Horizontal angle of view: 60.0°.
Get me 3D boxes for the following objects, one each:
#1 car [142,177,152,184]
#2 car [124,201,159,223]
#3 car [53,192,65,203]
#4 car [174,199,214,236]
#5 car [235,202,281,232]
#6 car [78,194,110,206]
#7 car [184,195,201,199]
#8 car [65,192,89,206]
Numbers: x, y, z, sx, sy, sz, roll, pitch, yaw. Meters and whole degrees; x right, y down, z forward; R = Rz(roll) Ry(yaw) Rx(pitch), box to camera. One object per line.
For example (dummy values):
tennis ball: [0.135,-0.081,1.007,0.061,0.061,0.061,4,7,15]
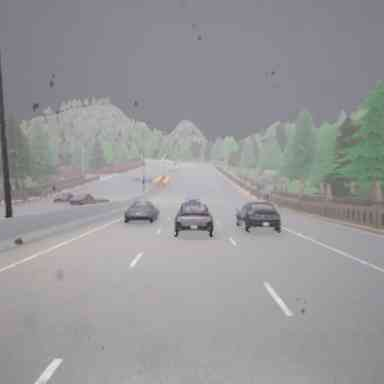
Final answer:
car: [-10.478,-2.725,78.191,1.994,1.385,4.181,0,7,0]
car: [-3.414,1.330,23.201,1.994,1.385,4.181,0,0,0]
car: [-17.585,0.772,46.173,1.994,1.385,4.181,0,4,0]
car: [0.090,1.319,17.087,2.128,1.511,4.902,0,0,0]
car: [3.589,1.317,18.547,1.837,1.490,4.892,0,0,0]
car: [-10.601,1.204,36.773,1.895,1.301,4.718,0,1,0]
car: [0.078,1.074,38.877,1.812,1.442,4.674,0,2,0]
car: [-14.091,0.871,42.694,1.882,1.535,5.008,0,3,0]
